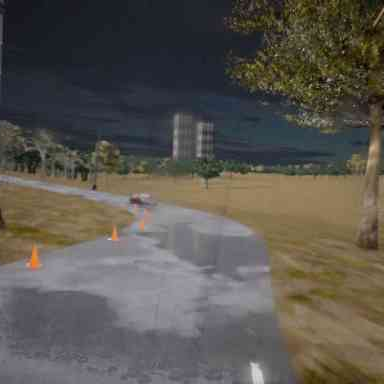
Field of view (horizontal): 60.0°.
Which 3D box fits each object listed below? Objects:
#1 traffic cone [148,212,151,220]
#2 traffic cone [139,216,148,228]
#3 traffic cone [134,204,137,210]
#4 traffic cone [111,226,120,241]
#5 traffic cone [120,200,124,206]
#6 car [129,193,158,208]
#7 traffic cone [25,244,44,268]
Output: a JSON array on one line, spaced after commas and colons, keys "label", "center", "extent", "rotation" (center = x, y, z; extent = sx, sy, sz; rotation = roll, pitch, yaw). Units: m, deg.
[{"label": "traffic cone", "center": [-2.989, 1.642, 22.960], "extent": [0.340, 0.580, 0.340], "rotation": [2, 0, -7]}, {"label": "traffic cone", "center": [-2.759, 1.684, 18.356], "extent": [0.340, 0.580, 0.340], "rotation": [2, 0, 1]}, {"label": "traffic cone", "center": [-5.394, 1.442, 31.823], "extent": [0.340, 0.580, 0.340], "rotation": [1, 2, -23]}, {"label": "traffic cone", "center": [-3.192, 1.700, 13.767], "extent": [0.340, 0.580, 0.340], "rotation": [3, 0, 9]}, {"label": "traffic cone", "center": [-7.515, 1.196, 35.897], "extent": [0.340, 0.580, 0.340], "rotation": [1, 3, -32]}, {"label": "car", "center": [-5.361, 0.833, 36.306], "extent": [1.812, 1.442, 4.674], "rotation": [1, 3, -32]}, {"label": "traffic cone", "center": [-4.219, 1.705, 8.934], "extent": [0.340, 0.580, 0.340], "rotation": [3, 1, 11]}]
